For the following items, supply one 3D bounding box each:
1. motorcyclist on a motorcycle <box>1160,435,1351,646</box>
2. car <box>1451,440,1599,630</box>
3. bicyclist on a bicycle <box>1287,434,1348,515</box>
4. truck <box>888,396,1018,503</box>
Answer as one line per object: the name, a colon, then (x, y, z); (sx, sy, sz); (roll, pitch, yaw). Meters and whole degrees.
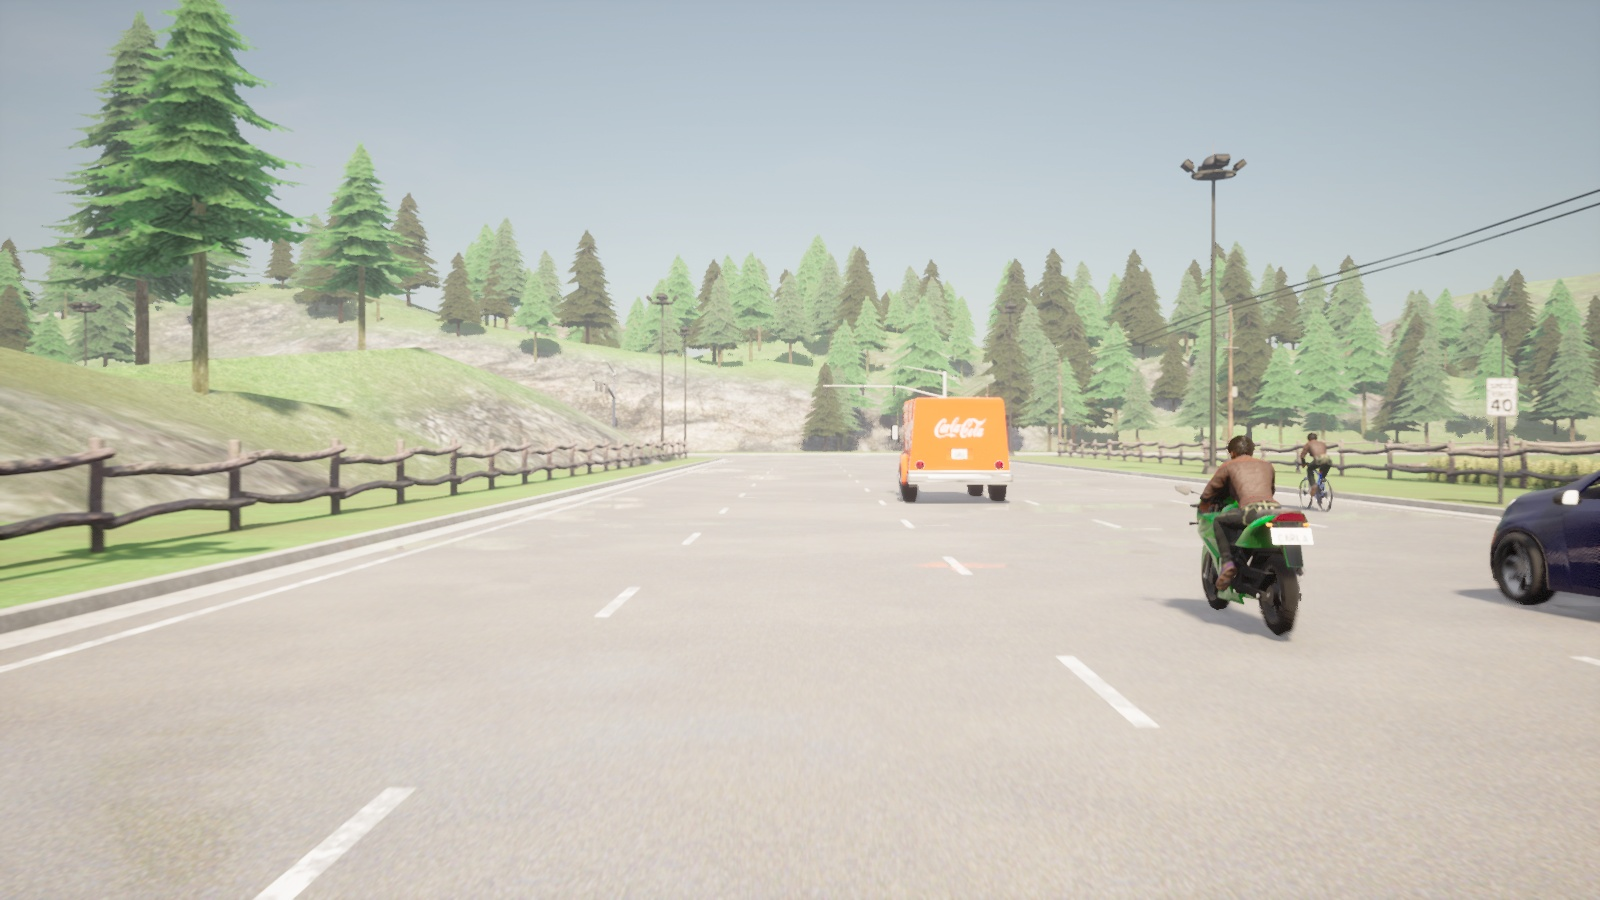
motorcyclist on a motorcycle: (3.571, 0.642, 10.069); (0.797, 1.523, 2.044); (0, 1, 0)
car: (7.298, 0.677, 10.067); (1.845, 1.501, 3.633); (0, 1, -10)
bicyclist on a bicycle: (10.660, 0.480, 25.927); (0.582, 1.620, 1.656); (0, 0, 0)
truck: (3.691, -0.018, 31.412); (2.627, 2.467, 5.204); (0, 0, 0)
